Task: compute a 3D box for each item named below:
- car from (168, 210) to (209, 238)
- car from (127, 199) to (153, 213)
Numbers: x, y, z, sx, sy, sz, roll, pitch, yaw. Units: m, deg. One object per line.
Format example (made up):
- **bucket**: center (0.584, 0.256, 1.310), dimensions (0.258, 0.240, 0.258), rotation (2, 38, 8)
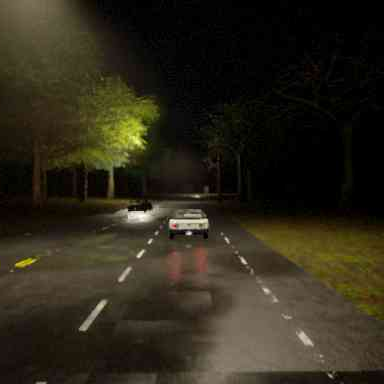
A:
- **car**: center (-0.171, 1.568, 17.398), dimensions (1.895, 1.301, 4.718), rotation (0, 0, -1)
- **car**: center (-5.544, 1.482, 35.769), dimensions (1.994, 1.385, 4.181), rotation (0, 0, 7)
